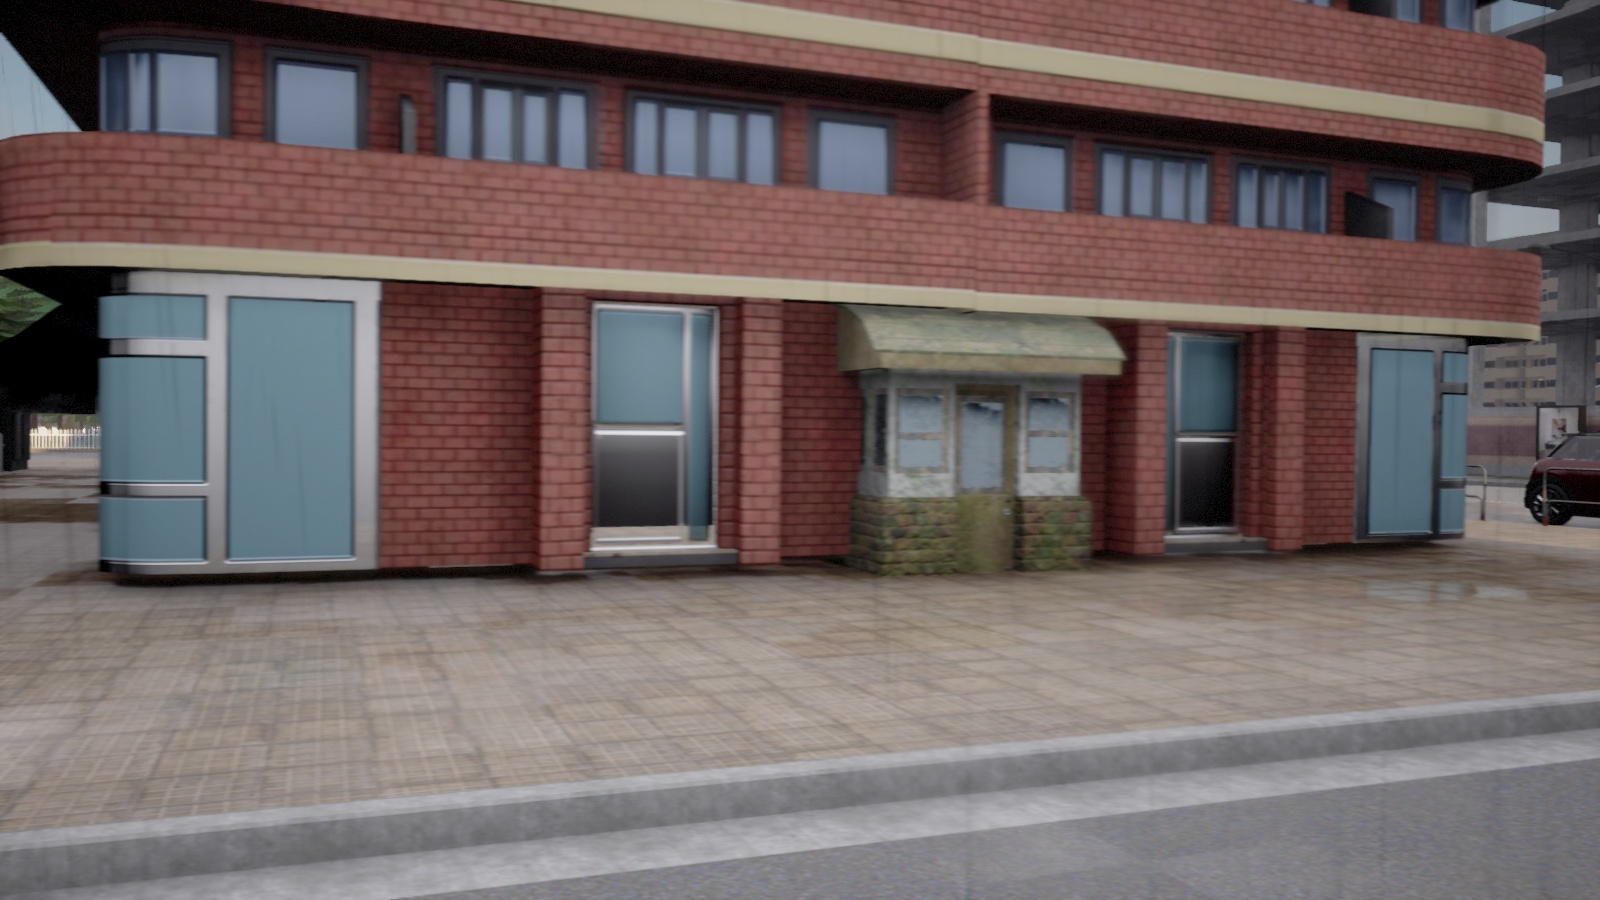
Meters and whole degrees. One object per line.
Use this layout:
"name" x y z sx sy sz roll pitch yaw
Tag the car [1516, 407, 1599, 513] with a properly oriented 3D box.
"car" 14.613 0.161 20.733 2.097 1.767 4.553 -1 1 -21
